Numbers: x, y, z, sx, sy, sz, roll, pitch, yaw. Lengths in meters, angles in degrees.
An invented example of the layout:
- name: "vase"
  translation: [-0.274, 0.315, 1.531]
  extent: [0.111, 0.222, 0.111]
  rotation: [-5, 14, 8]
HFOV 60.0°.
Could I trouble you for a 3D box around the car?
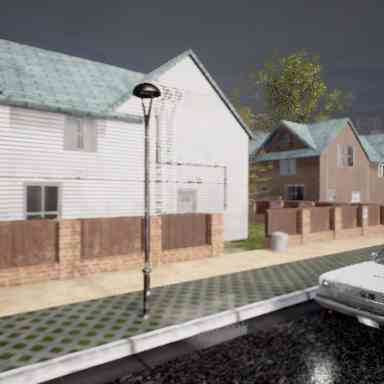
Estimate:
- name: "car"
  translation: [4.390, 1.601, 6.163]
  extent: [4.718, 1.301, 1.895]
  rotation: [0, 0, -35]
